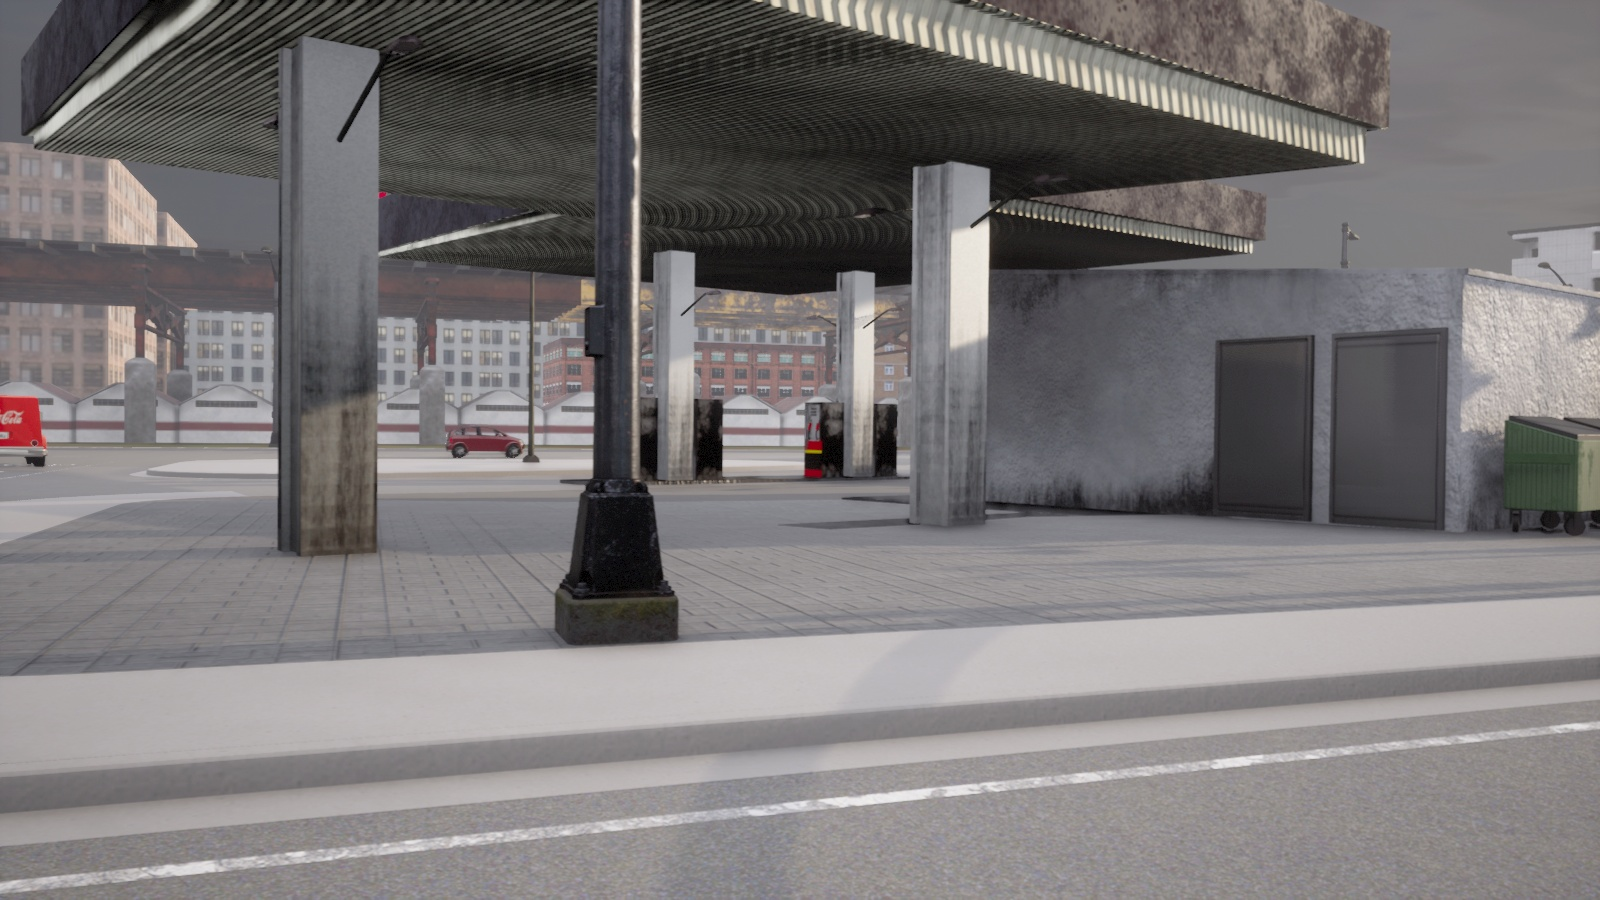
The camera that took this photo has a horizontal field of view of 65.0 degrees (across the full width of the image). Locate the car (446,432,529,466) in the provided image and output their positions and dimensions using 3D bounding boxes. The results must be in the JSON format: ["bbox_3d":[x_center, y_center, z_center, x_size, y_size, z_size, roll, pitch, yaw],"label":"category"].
[{"bbox_3d":[-15.092,-0.057,60.571,3.705,1.549,1.789,-1,1,-19],"label":"car"}]

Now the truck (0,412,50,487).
[{"bbox_3d":[-27.852,-0.075,43.895,2.627,2.467,5.204,-2,2,-32],"label":"truck"}]
